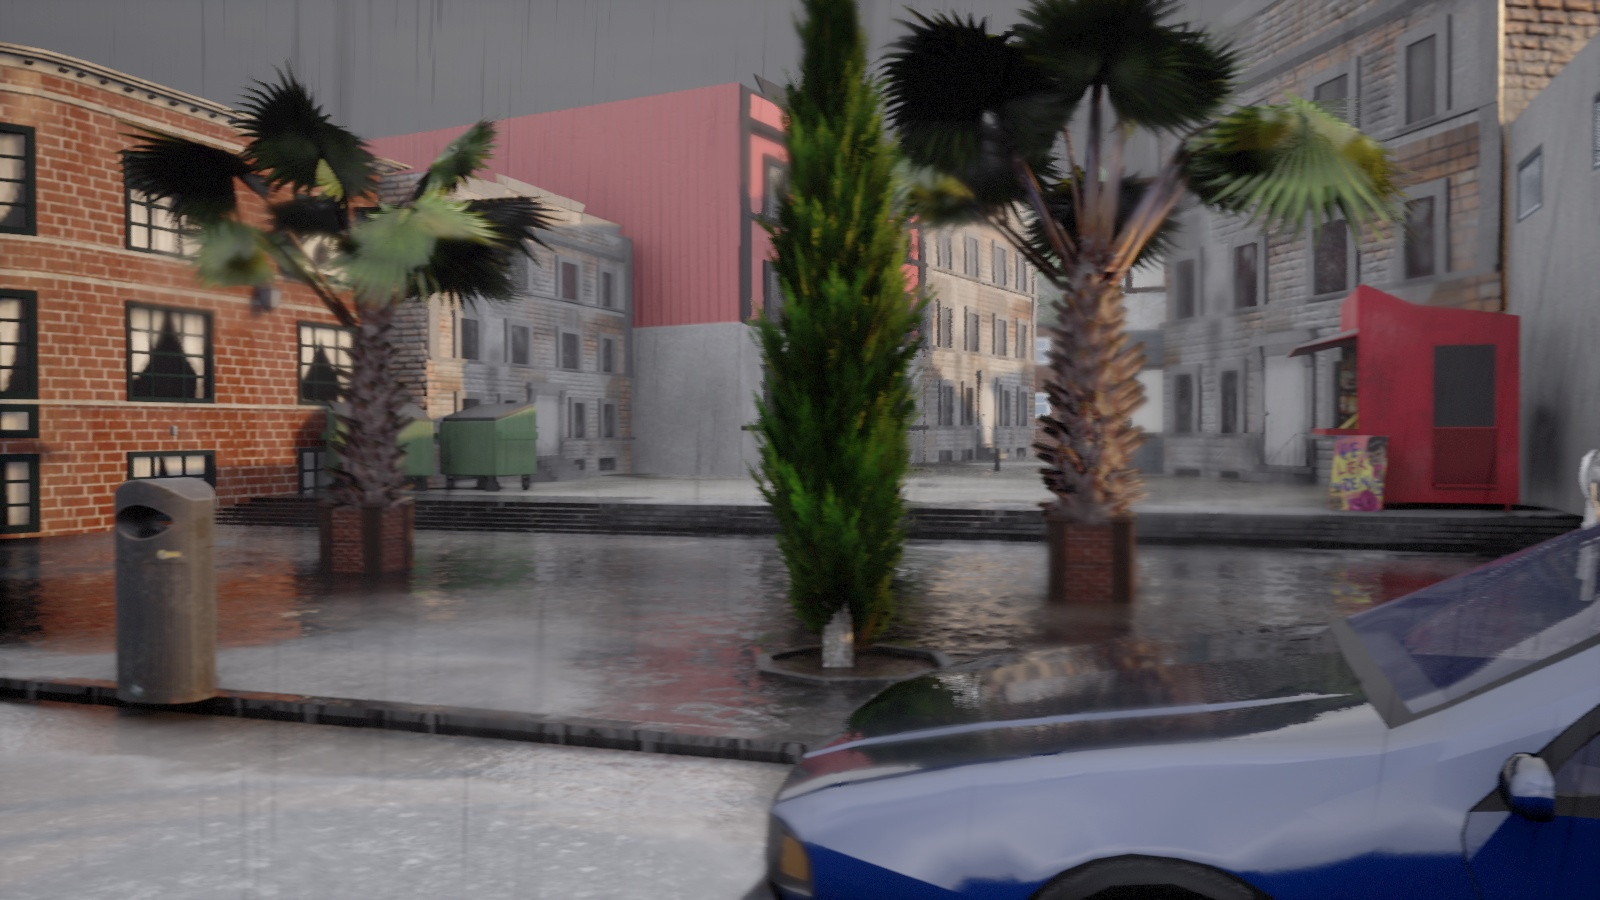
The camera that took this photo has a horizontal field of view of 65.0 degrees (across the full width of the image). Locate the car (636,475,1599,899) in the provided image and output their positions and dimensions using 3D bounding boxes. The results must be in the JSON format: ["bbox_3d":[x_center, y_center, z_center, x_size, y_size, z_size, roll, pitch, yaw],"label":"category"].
[{"bbox_3d":[2.502,0.837,2.879,5.357,1.411,2.033,1,1,19],"label":"car"}]
